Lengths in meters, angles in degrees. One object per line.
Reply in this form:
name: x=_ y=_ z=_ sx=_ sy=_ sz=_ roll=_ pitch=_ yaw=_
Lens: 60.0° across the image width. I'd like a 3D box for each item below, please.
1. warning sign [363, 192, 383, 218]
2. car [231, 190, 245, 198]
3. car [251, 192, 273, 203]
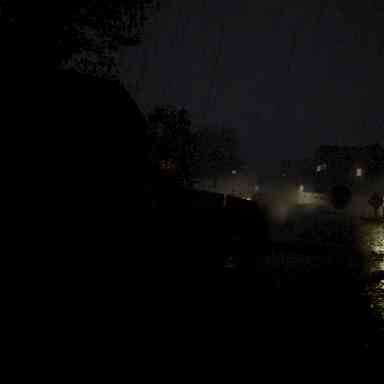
warning sign: x=13.438 y=0.953 z=24.327 sx=1.300 sy=1.860 sz=1.060 roll=-1 pitch=-1 yaw=-4
car: x=8.675 y=0.290 z=63.332 sx=2.033 sy=1.411 sz=5.357 roll=2 pitch=1 yaw=-4
car: x=9.723 y=0.713 z=46.117 sx=2.033 sy=1.411 sz=5.357 roll=2 pitch=1 yaw=-4
